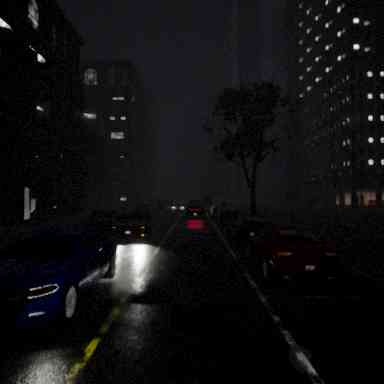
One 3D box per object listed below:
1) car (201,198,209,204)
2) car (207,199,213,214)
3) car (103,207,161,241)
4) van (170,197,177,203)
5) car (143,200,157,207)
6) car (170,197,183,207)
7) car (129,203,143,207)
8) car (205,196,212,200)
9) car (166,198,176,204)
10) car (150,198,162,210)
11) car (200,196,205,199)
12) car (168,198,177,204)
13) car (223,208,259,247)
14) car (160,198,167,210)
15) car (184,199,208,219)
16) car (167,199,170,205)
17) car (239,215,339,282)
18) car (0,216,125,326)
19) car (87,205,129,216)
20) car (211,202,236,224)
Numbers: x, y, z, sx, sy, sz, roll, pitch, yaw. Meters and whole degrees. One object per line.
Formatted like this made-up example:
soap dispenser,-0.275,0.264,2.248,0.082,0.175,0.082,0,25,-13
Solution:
car,3.199,2.191,82.342,1.967,1.590,4.097,1,-1,0
car,2.926,1.868,37.957,1.752,1.417,4.829,1,-1,0
car,-2.995,1.715,17.517,1.994,1.385,4.181,0,-1,0
van,-5.111,2.184,93.534,1.690,1.788,3.998,1,-1,0
car,-5.456,1.895,37.839,1.947,1.339,4.313,1,-1,0
car,-2.644,2.053,63.636,1.882,1.535,5.008,0,-1,1
car,-5.524,1.780,26.700,2.008,1.369,4.403,1,-1,0
car,2.764,1.789,61.782,2.150,2.045,5.566,0,-1,0
car,-5.183,2.305,82.393,1.947,1.339,4.313,1,-1,0
car,-5.422,1.904,43.238,1.752,1.417,4.829,1,-1,0
car,0.377,1.768,46.392,2.097,1.767,4.553,0,0,0
car,-5.149,2.342,87.962,2.008,1.369,4.403,1,-1,0
car,2.788,1.693,15.508,2.008,1.369,4.403,1,-1,0
car,-5.383,1.746,48.980,2.192,1.841,5.009,1,-1,0
car,0.293,1.800,33.002,1.837,1.490,4.892,0,0,0
car,-5.252,2.180,71.254,1.887,1.381,4.507,1,-1,0
car,2.754,1.637,9.939,1.887,1.381,4.507,1,-1,0
car,-3.059,1.540,7.534,1.882,1.535,5.008,0,-1,0
car,-5.558,1.745,21.131,1.947,1.339,4.313,1,-1,0
car,2.856,1.792,26.647,2.008,1.369,4.403,1,-1,0
